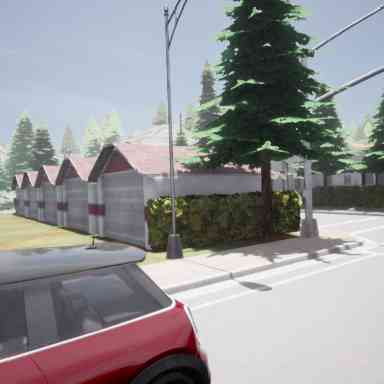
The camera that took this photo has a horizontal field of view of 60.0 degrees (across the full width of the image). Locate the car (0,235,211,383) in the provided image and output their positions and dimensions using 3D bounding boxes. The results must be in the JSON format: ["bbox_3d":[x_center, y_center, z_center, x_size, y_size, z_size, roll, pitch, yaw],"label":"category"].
[{"bbox_3d":[-2.108,1.355,2.491,4.553,1.767,2.097,-2,1,-36],"label":"car"}]
